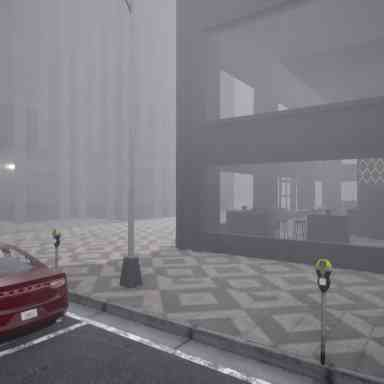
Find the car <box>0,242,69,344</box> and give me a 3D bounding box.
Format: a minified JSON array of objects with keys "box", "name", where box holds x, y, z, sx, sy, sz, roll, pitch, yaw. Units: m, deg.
[{"box":[-4.044,1.544,5.867,4.507,1.381,1.887,0,0,36],"name":"car"}]
